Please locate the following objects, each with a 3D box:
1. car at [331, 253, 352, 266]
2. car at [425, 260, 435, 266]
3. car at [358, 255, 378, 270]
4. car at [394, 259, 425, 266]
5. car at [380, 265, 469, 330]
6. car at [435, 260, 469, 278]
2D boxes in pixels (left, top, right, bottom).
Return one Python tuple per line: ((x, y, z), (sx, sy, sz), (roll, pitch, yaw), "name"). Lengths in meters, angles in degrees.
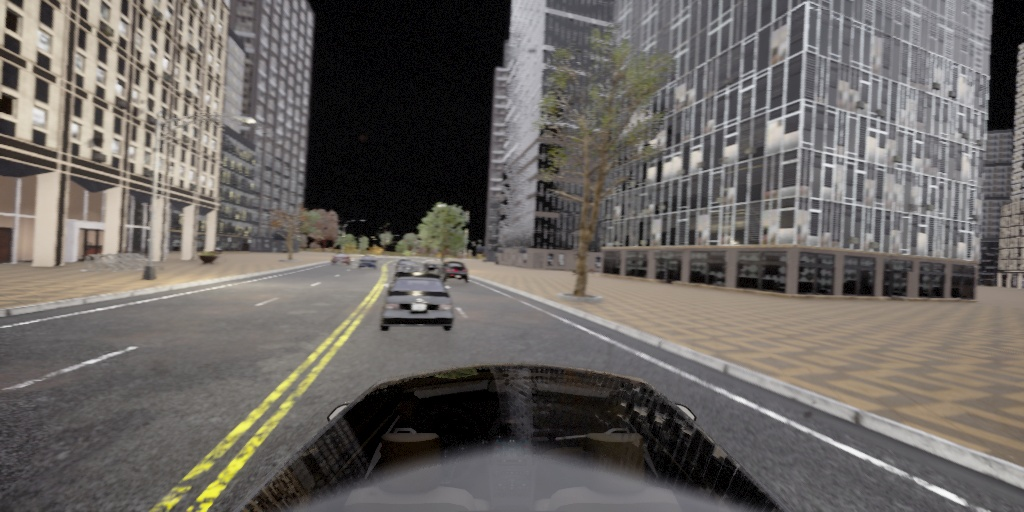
((-20.577, 0.393, 43.376), (1.812, 1.442, 4.674), (3, 0, -19), "car")
((-8.517, 1.099, 38.985), (1.895, 1.301, 4.718), (3, 0, -20), "car")
((-15.518, 0.662, 38.760), (2.033, 1.411, 5.357), (3, 0, -20), "car")
((-8.854, 0.974, 30.145), (2.033, 1.411, 5.357), (3, 0, -19), "car")
((-2.806, 1.192, 10.634), (2.033, 1.411, 5.357), (3, 0, -16), "car")
((-4.506, 1.152, 27.296), (1.837, 1.490, 4.892), (3, 0, -18), "car")
